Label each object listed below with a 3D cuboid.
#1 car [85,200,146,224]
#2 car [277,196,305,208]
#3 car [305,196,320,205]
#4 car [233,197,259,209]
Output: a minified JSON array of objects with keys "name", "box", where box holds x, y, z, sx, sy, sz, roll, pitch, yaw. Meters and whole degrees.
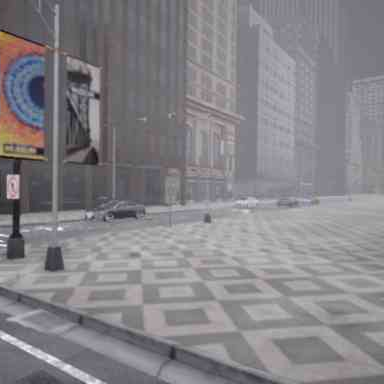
[{"name":"car","box":[-5.423,1.377,24.095,2.128,1.511,4.902,1,1,35]},{"name":"car","box":[12.956,1.322,44.605,2.128,1.511,4.902,1,1,36]},{"name":"car","box":[18.836,1.333,53.007,2.033,1.411,5.357,1,1,35]},{"name":"car","box":[6.826,1.327,41.367,1.812,1.442,4.674,1,1,36]}]
